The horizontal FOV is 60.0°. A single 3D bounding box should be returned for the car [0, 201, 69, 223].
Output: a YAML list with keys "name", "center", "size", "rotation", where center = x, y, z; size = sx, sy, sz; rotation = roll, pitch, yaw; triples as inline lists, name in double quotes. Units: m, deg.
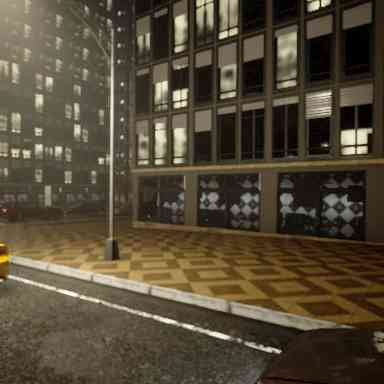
- name: "car"
  center: [-13.954, 1.708, 29.327]
  size: [2.192, 1.841, 5.009]
  rotation: [0, 0, 36]

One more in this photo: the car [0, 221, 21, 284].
- name: "car"
  center: [-6.529, 1.540, 8.309]
  size: [5.008, 1.535, 1.882]
  rotation: [0, 0, 35]

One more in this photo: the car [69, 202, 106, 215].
- name: "car"
  center: [-13.030, 1.968, 40.354]
  size: [2.033, 1.411, 5.357]
  rotation: [1, 0, 36]

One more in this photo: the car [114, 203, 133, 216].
- name: "car"
  center: [-7.172, 2.018, 38.550]
  size: [1.752, 1.417, 4.829]
  rotation: [0, 0, 36]

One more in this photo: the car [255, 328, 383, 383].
- name: "car"
  center: [2.906, 1.538, 1.619]
  size: [5.357, 1.411, 2.033]
  rotation: [0, 0, 35]

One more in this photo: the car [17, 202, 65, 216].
- name: "car"
  center: [-17.469, 1.887, 38.695]
  size: [1.752, 1.417, 4.829]
  rotation: [0, 0, 36]
